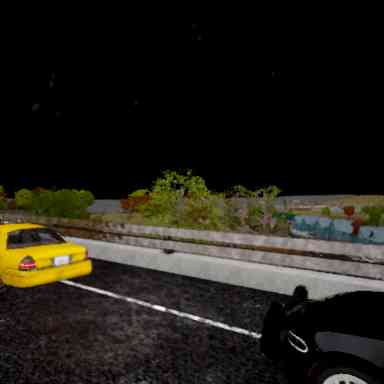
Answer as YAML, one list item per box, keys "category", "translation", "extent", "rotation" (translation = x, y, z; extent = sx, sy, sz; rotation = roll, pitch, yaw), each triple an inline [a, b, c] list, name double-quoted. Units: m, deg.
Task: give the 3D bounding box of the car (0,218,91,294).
- category: "car"
  translation: [-4.913, 1.476, 8.833]
  extent: [5.366, 1.575, 1.801]
  rotation: [0, 0, 37]

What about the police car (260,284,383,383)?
- category: "police car"
  translation: [3.183, 1.458, 2.828]
  extent: [5.238, 1.638, 1.930]
  rotation: [0, 0, 37]
